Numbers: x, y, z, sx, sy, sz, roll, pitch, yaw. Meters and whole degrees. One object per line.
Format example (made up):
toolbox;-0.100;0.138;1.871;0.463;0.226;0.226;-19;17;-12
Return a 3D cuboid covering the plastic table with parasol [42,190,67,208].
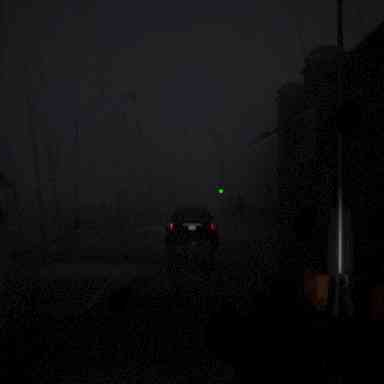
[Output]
plastic table with parasol;-19.169;0.923;46.393;2.482;2.480;2.482;0;0;0

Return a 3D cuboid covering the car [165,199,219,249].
car;0.000;1.364;14.620;2.097;1.767;4.553;0;0;0

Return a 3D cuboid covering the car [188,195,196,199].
car;0.000;1.416;81.518;1.812;1.442;4.674;0;0;0
